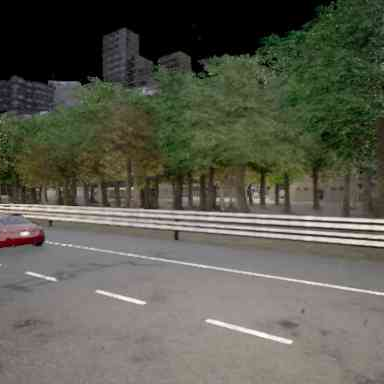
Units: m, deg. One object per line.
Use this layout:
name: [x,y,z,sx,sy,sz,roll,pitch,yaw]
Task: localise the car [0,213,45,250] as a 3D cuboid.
car: [-8.020,1.575,13.888,4.181,1.385,1.994,0,0,36]
